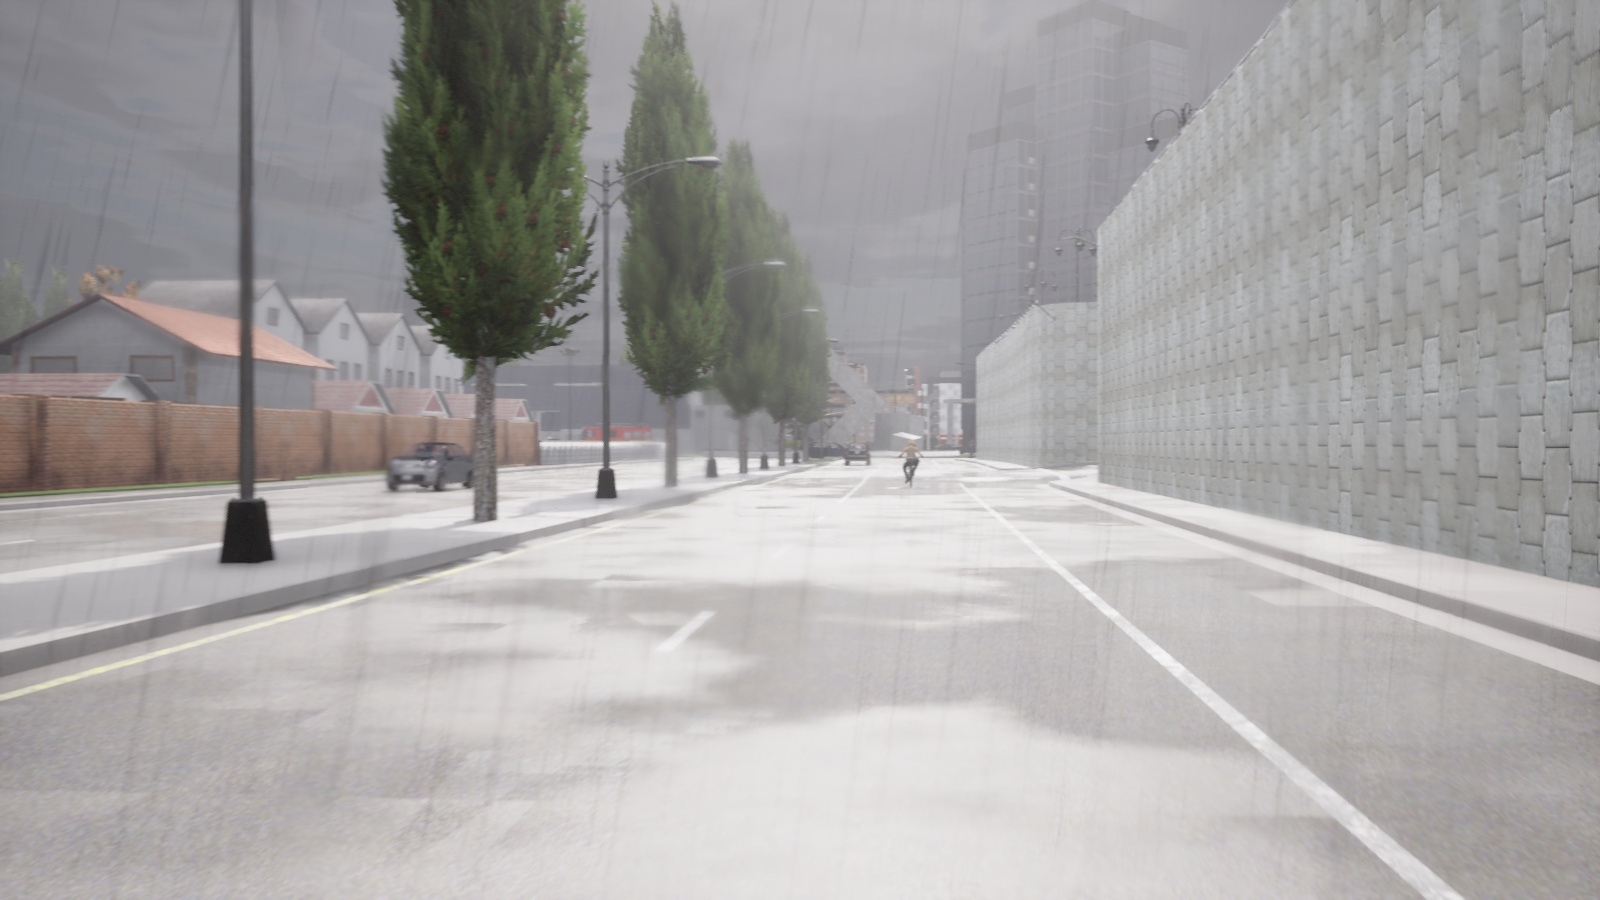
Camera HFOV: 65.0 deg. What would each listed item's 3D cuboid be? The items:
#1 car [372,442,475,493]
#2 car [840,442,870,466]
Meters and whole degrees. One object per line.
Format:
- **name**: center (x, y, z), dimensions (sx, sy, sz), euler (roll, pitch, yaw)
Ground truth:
- **car**: center (-11.686, 0.518, 39.207), dimensions (1.845, 1.501, 3.633), euler (0, 0, 5)
- **car**: center (3.661, 0.264, 83.224), dimensions (1.789, 1.549, 3.705), euler (0, 0, 5)
